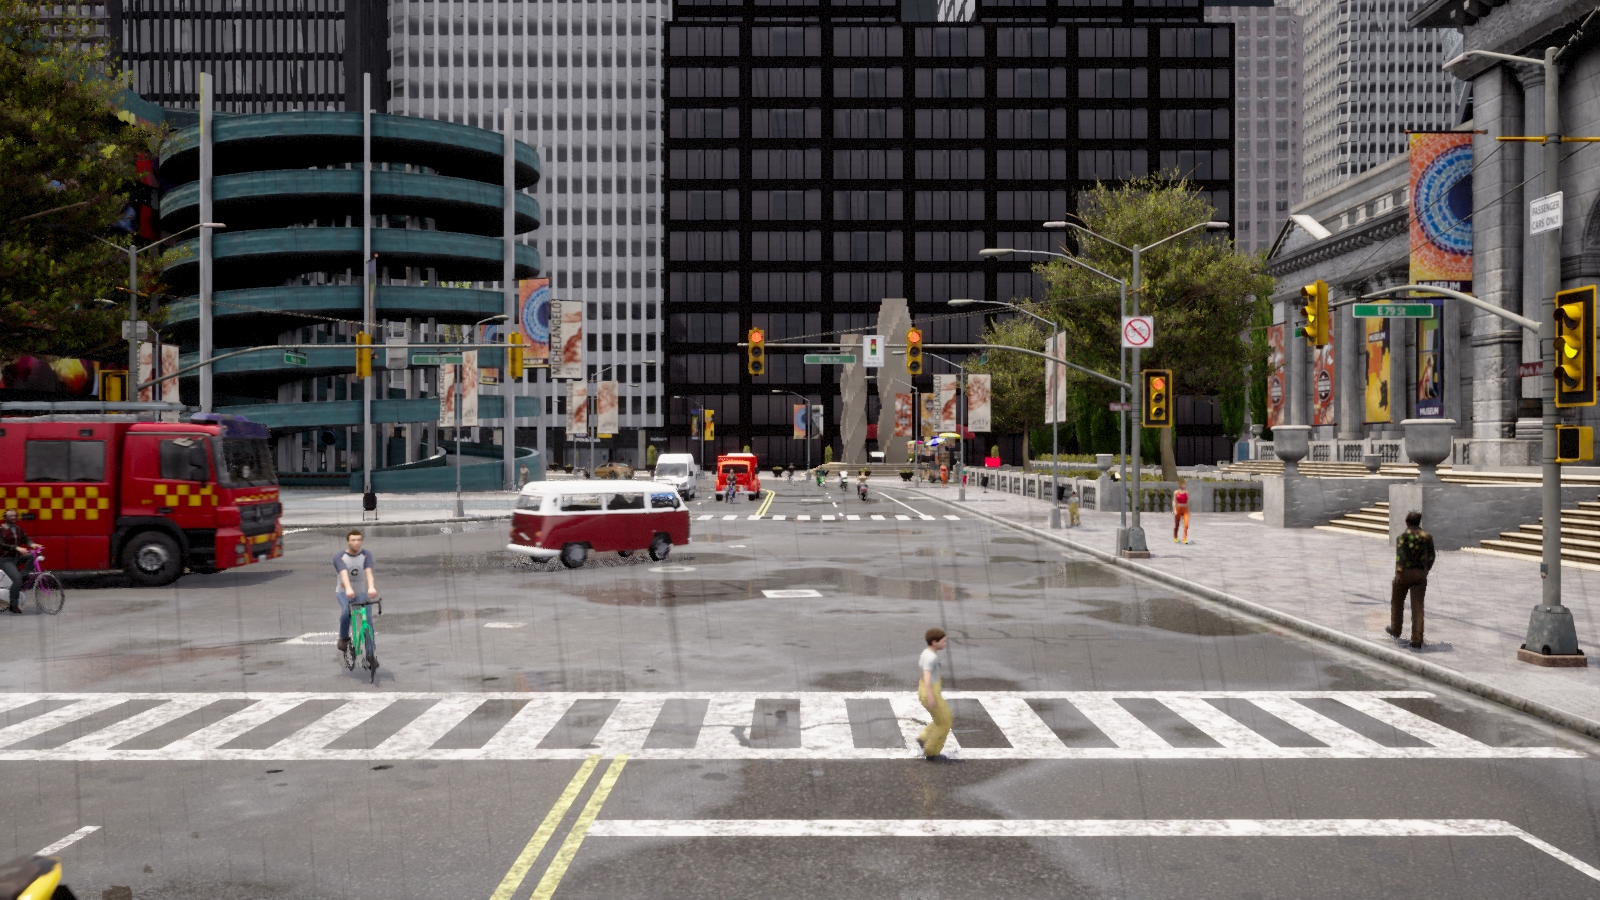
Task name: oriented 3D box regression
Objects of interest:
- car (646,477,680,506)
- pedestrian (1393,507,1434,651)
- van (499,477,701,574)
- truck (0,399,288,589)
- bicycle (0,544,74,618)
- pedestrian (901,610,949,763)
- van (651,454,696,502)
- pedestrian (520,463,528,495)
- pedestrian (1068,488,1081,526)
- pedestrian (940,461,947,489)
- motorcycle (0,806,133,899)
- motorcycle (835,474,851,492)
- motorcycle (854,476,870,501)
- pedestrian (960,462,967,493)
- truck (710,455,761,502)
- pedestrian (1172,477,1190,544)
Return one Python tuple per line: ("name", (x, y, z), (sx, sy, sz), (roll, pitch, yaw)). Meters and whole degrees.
("car", (-6.988, 2.098, 58.266), (1.481, 1.376, 2.207), (0, 0, 0))
("pedestrian", (8.111, 1.690, 15.117), (0.375, 1.860, 0.375), (0, 0, 8))
("van", (-4.888, 1.771, 28.261), (4.480, 2.038, 2.069), (0, 2, -43))
("truck", (-15.822, 0.881, 24.372), (8.468, 3.827, 2.891), (0, 0, -4))
("bicycle", (-13.177, 2.202, 19.386), (1.835, 1.171, 0.329), (0, 1, 17))
("pedestrian", (1.126, 2.124, 10.324), (0.375, 1.300, 0.375), (0, 0, -2))
("van", (-7.042, 1.510, 64.165), (1.988, 2.561, 5.915), (0, 0, -1))
("pedestrian", (-16.095, 1.671, 66.672), (0.375, 1.860, 0.375), (0, 0, 5))
("pedestrian", (9.479, 1.961, 39.461), (0.375, 1.300, 0.375), (0, 0, -1))
("pedestrian", (9.632, 1.665, 76.825), (0.375, 1.860, 0.375), (0, 0, -11))
("motorcycle", (-3.450, 2.211, 4.229), (0.803, 1.145, 2.033), (0, 0, -1))
("motorcycle", (2.903, 2.184, 76.898), (0.803, 1.145, 2.033), (0, 0, -7))
("motorcycle", (3.484, 2.145, 64.067), (0.764, 1.277, 2.356), (0, 0, 0))
("pedestrian", (9.898, 1.670, 69.076), (0.375, 1.860, 0.375), (0, 0, -3))
("truck", (-3.541, 1.543, 64.074), (2.627, 2.467, 5.204), (0, 0, -1))
("pedestrian", (10.640, 1.684, 31.919), (0.375, 1.860, 0.375), (0, 0, -1))
